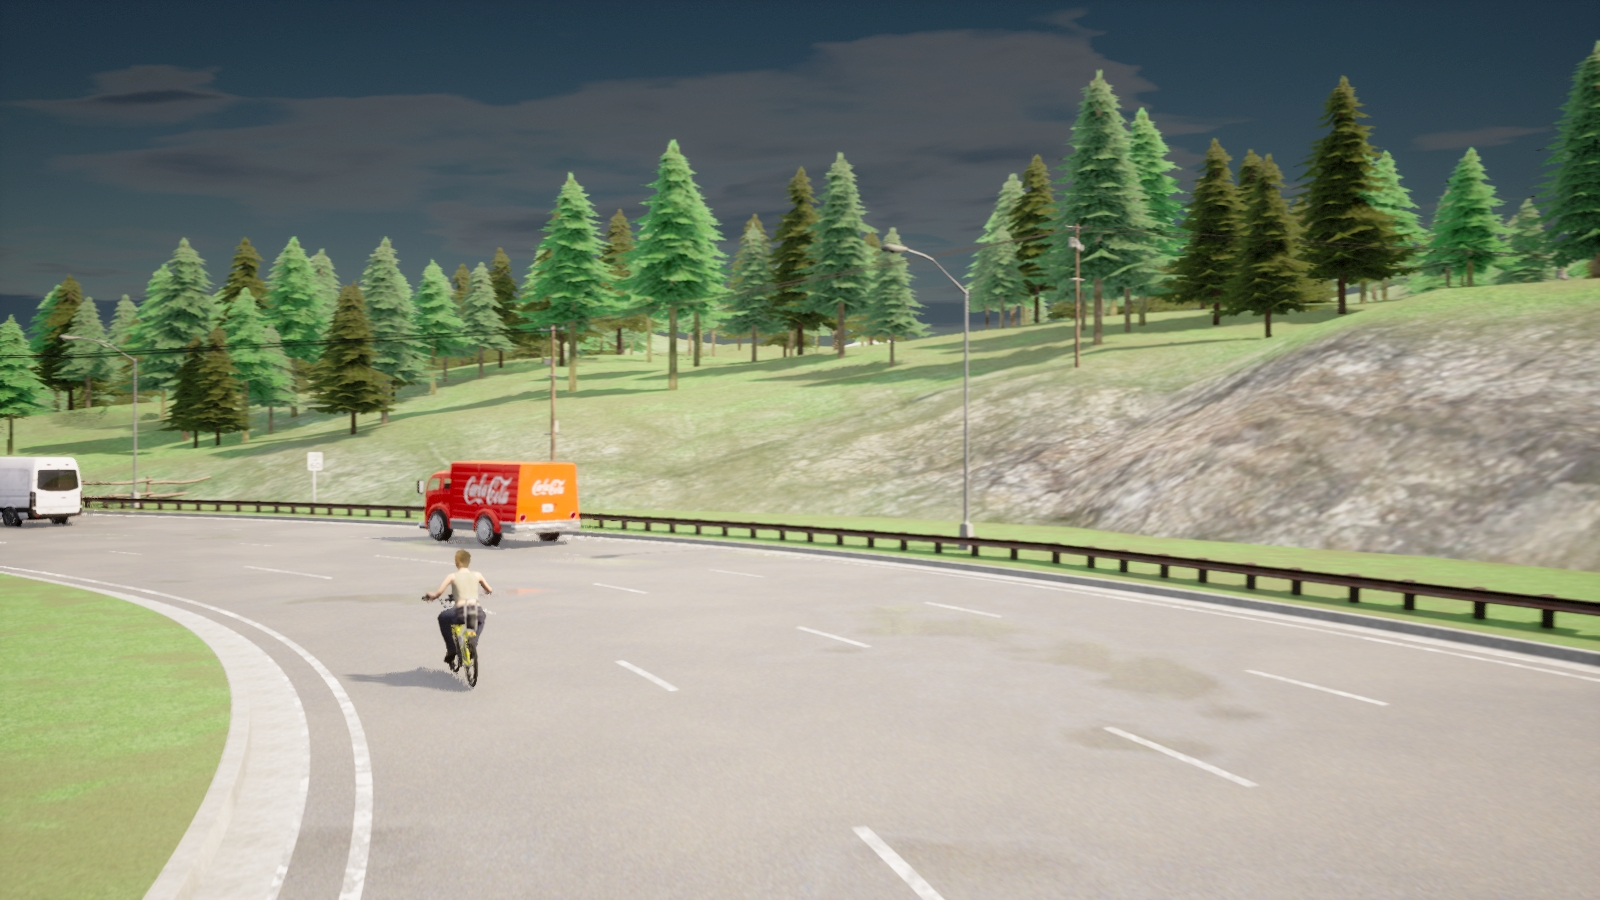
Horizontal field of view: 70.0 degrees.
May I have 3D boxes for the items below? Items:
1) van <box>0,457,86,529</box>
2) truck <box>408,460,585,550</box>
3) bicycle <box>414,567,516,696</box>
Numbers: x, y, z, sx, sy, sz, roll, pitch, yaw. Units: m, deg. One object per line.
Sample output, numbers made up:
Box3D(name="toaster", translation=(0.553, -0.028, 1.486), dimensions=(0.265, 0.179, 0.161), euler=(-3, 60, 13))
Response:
Box3D(name="van", translation=(-29.825, 1.543, 42.872), dimensions=(5.915, 2.561, 1.988), euler=(0, -1, 21))
Box3D(name="truck", translation=(-9.270, 1.570, 34.708), dimensions=(5.204, 2.467, 2.627), euler=(0, 0, 39))
Box3D(name="bicycle", translation=(-4.091, 2.158, 13.883), dimensions=(0.859, 1.276, 1.487), euler=(-1, 1, -29))
